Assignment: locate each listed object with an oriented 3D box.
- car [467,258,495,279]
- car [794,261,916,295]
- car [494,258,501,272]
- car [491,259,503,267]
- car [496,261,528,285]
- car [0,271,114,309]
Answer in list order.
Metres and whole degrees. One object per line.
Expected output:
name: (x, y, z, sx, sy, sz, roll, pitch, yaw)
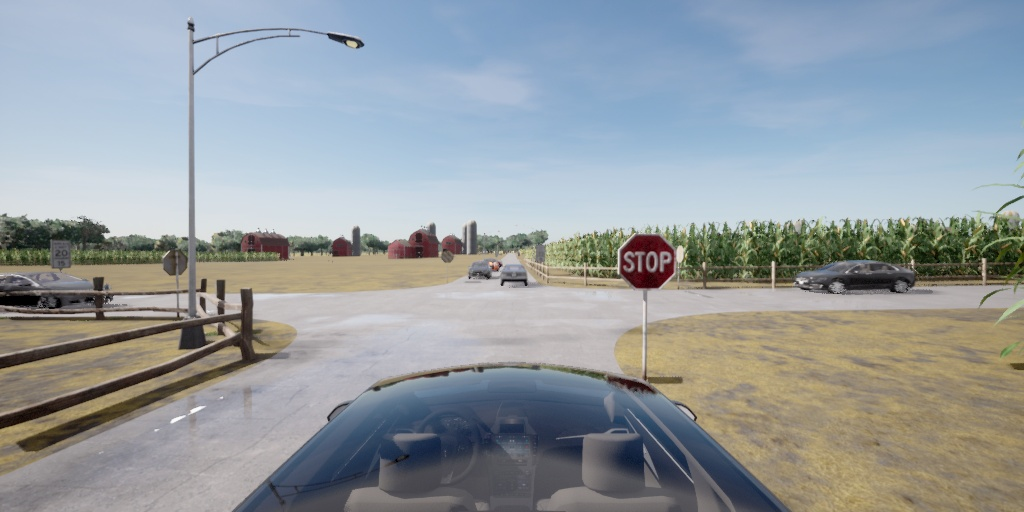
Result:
car: (-2.780, 1.231, 31.790, 1.837, 1.490, 4.892, 0, 0, 0)
car: (16.394, 1.004, 17.290, 4.892, 1.490, 1.837, -1, 1, 0)
car: (-2.744, 1.057, 44.661, 2.097, 1.767, 4.553, 0, 0, 0)
car: (-2.649, 1.267, 62.815, 1.895, 1.301, 4.718, 0, 0, 1)
car: (0.147, 1.283, 25.702, 2.033, 1.411, 5.357, 0, 0, 0)
car: (-19.264, 1.393, 14.605, 4.902, 1.511, 2.128, 0, 1, 0)
